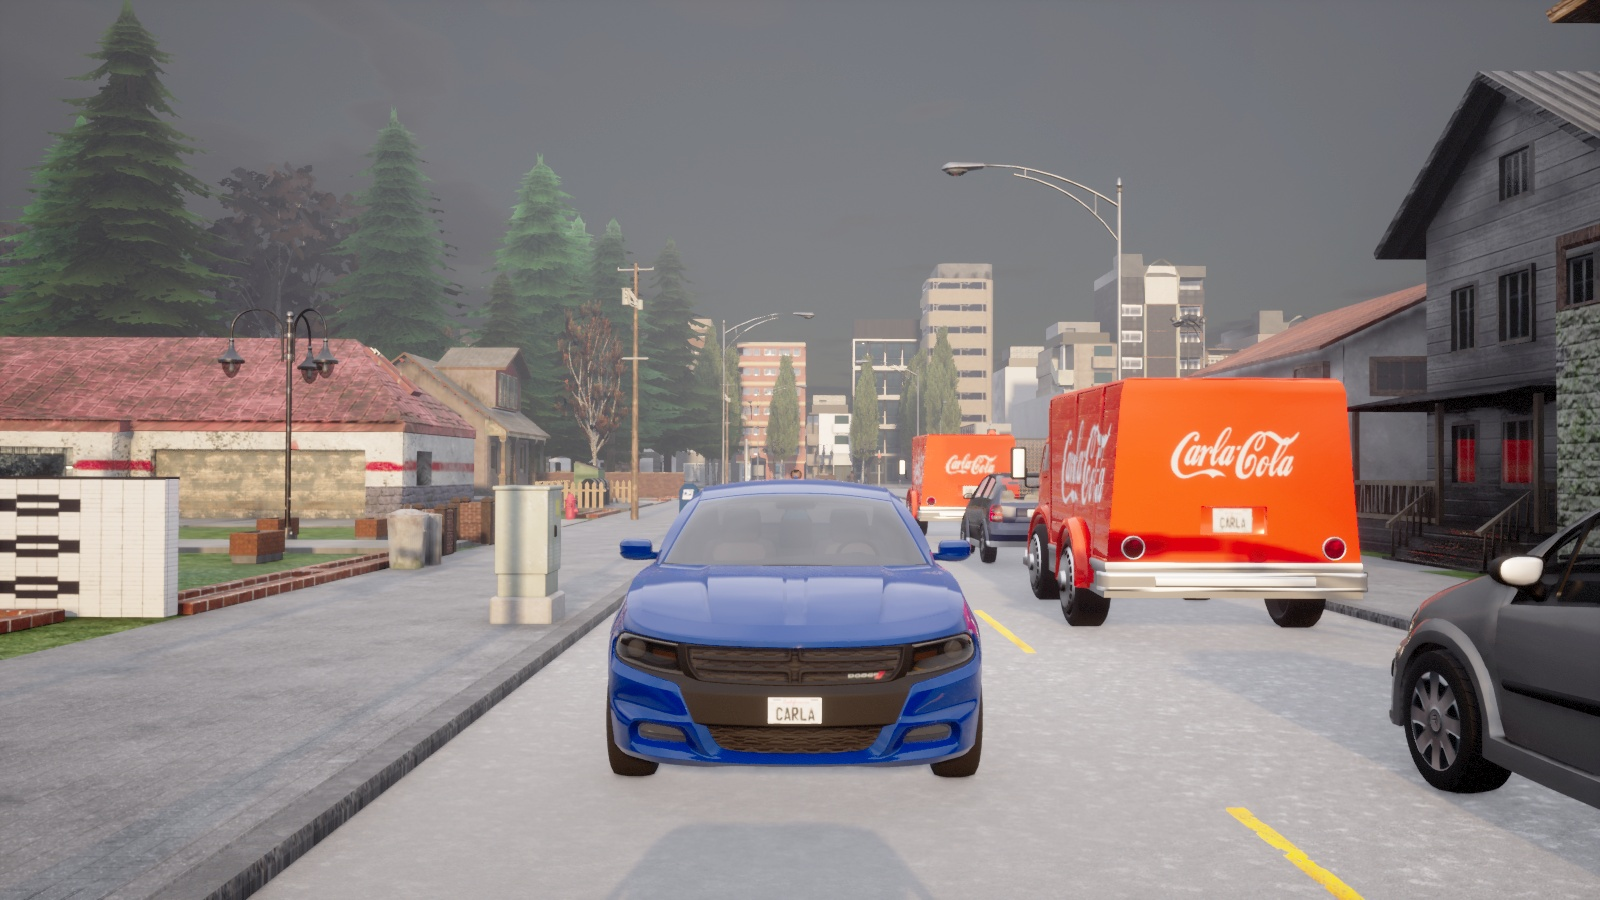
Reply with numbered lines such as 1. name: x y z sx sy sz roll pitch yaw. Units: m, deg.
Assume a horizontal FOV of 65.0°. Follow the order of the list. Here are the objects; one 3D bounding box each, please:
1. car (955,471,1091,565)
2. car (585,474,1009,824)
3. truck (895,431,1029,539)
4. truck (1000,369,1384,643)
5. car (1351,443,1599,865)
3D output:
1. car: 3.938 1.158 22.732 1.789 1.549 3.705 0 -1 0
2. car: -0.024 0.928 8.083 1.882 1.535 5.008 0 -1 0
3. truck: 3.919 0.840 31.491 2.627 2.467 5.204 0 -1 -1
4. truck: 3.953 0.546 13.944 2.627 2.467 5.204 0 -1 0
5. car: 3.985 0.780 4.946 1.851 1.617 3.988 0 -1 0
